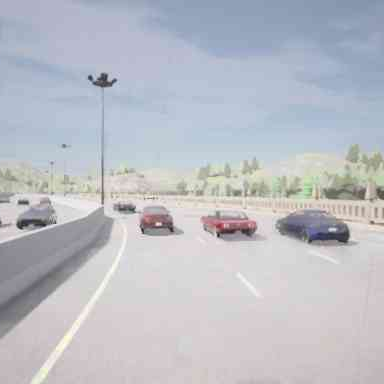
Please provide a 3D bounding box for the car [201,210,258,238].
[{"bbox_3d":[1.774,1.596,17.674,1.895,1.301,4.718,0,0,-10],"label":"car"}]

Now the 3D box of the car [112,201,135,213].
[{"bbox_3d":[-7.784,1.636,37.695,1.895,1.301,4.718,0,0,-23],"label":"car"}]

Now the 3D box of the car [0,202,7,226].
[{"bbox_3d":[-13.431,1.582,20.866,1.812,1.442,4.674,0,0,-14],"label":"car"}]

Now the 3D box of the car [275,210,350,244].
[{"bbox_3d":[5.577,1.544,15.868,1.994,1.385,4.181,0,0,-9],"label":"car"}]

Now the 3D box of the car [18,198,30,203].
[{"bbox_3d":[-29.706,1.723,58.805,1.895,1.301,4.718,0,0,-26],"label":"car"}]

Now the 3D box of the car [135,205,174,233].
[{"bbox_3d":[-2.215,1.537,19.781,1.812,1.442,4.674,0,0,-11],"label":"car"}]

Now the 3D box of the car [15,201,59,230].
[{"bbox_3d":[-10.075,1.590,22.046,2.033,1.411,5.357,0,0,-14],"label":"car"}]

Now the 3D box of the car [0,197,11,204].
[{"bbox_3d":[-38.157,1.695,67.986,2.033,1.411,5.357,0,0,-26],"label":"car"}]

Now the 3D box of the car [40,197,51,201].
[{"bbox_3d":[-26.576,1.636,60.369,1.812,1.442,4.674,0,0,-26],"label":"car"}]
